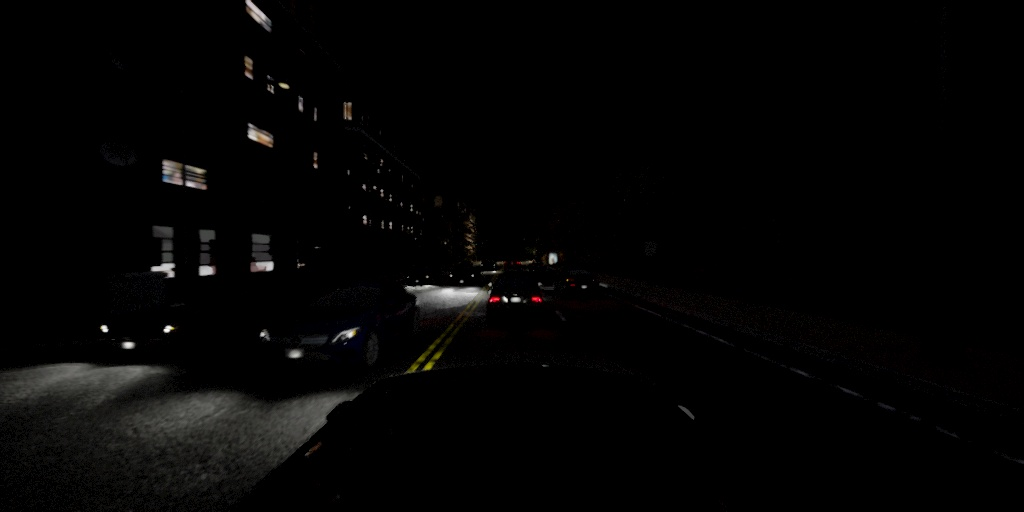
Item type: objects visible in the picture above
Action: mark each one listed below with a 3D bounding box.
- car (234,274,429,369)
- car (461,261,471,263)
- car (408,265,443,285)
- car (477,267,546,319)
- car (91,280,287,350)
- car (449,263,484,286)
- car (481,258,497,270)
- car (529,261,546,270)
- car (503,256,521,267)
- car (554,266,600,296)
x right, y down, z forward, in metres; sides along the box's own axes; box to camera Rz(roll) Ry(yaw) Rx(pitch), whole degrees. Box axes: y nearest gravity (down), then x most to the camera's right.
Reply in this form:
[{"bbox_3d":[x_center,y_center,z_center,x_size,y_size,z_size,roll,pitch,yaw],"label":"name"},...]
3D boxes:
[{"bbox_3d":[-3.357,1.270,7.883,1.812,1.442,4.674,0,-1,0],"label":"car"},{"bbox_3d":[-6.471,1.368,50.764,2.033,1.411,5.357,-1,0,0],"label":"car"},{"bbox_3d":[-6.585,1.367,27.515,2.033,1.411,5.357,-1,0,0],"label":"car"},{"bbox_3d":[0.110,1.309,12.843,2.033,1.411,5.357,-1,0,0],"label":"car"},{"bbox_3d":[-6.960,1.347,9.406,2.033,1.411,5.357,-1,-1,6],"label":"car"},{"bbox_3d":[-3.336,1.391,26.050,1.895,1.301,4.718,-1,0,0],"label":"car"},{"bbox_3d":[-3.229,1.143,50.332,2.097,1.767,4.553,-1,0,0],"label":"car"},{"bbox_3d":[3.285,1.298,47.045,1.994,1.385,4.181,-1,0,0],"label":"car"},{"bbox_3d":[0.026,0.985,46.097,2.150,2.045,5.566,-1,0,0],"label":"car"},{"bbox_3d":[3.357,1.258,18.981,1.812,1.442,4.674,-1,0,0],"label":"car"}]
